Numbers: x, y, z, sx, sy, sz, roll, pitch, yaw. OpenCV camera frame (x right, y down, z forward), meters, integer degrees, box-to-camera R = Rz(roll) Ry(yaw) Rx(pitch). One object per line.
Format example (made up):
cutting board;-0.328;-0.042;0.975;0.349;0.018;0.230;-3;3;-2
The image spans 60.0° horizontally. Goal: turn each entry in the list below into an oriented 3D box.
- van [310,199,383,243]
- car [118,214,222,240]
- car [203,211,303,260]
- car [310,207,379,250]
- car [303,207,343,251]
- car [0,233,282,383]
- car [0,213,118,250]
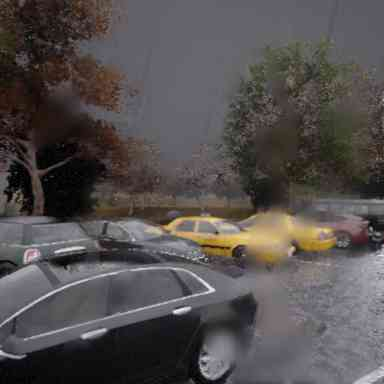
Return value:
van;7.781;1.354;16.683;4.442;1.987;1.878;-1;-1;35
car;-1.864;1.513;9.844;4.892;1.521;2.231;-1;-1;35
car;0.727;1.526;11.438;5.366;1.575;1.946;-1;-1;35
car;5.421;1.594;14.944;4.792;1.488;2.163;-1;-1;35
car;2.859;1.548;13.348;5.366;1.575;1.946;-1;-1;35
car;-1.360;1.510;3.799;4.892;1.490;1.837;0;0;-35
car;-4.264;1.364;8.106;4.553;1.767;2.185;-1;-1;34
